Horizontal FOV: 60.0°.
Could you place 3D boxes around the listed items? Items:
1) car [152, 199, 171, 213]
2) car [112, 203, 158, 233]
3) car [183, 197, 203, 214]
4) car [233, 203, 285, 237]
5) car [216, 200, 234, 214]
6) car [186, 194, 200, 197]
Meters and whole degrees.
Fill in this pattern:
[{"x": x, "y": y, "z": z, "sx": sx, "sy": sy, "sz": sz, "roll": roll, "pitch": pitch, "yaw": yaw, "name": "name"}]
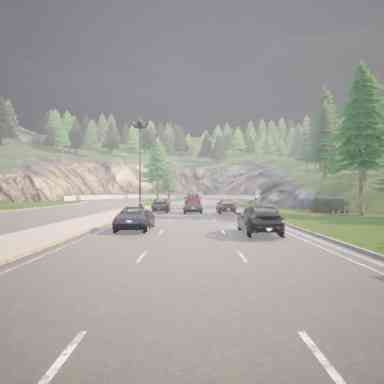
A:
[{"x": -3.395, "y": 1.490, "z": 36.671, "sx": 2.128, "sy": 1.511, "sz": 4.902, "roll": 0, "pitch": 0, "yaw": 0, "name": "car"}, {"x": -3.396, "y": 1.564, "z": 19.918, "sx": 1.994, "sy": 1.385, "sz": 4.181, "roll": 0, "pitch": 0, "yaw": 0, "name": "car"}, {"x": 0.104, "y": 1.564, "z": 35.200, "sx": 1.994, "sy": 1.385, "sz": 4.181, "roll": 0, "pitch": 0, "yaw": 0, "name": "car"}, {"x": 3.603, "y": 1.502, "z": 17.906, "sx": 1.837, "sy": 1.490, "sz": 4.892, "roll": 0, "pitch": -1, "yaw": 0, "name": "car"}, {"x": 3.601, "y": 1.526, "z": 35.117, "sx": 1.812, "sy": 1.442, "sz": 4.674, "roll": 0, "pitch": 0, "yaw": 0, "name": "car"}, {"x": 0.099, "y": 1.221, "z": 44.619, "sx": 2.150, "sy": 2.045, "sz": 5.566, "roll": 0, "pitch": 0, "yaw": 0, "name": "car"}]
